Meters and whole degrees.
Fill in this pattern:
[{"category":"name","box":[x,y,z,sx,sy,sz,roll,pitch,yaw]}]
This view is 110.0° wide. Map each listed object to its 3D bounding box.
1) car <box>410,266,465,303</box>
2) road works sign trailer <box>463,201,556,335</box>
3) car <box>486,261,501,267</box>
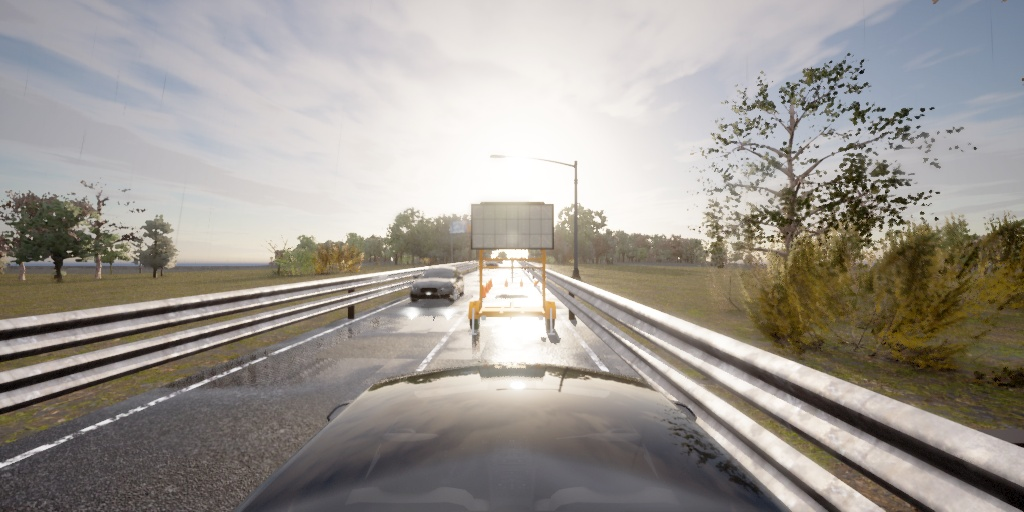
[{"category":"car","box":[-3.345,1.260,16.809,1.837,1.490,4.892,0,0,0]},{"category":"road works sign trailer","box":[0.014,0.218,10.505,2.380,3.560,2.880,0,0,0]},{"category":"car","box":[-3.313,1.278,59.381,1.837,1.490,4.892,0,0,0]}]
